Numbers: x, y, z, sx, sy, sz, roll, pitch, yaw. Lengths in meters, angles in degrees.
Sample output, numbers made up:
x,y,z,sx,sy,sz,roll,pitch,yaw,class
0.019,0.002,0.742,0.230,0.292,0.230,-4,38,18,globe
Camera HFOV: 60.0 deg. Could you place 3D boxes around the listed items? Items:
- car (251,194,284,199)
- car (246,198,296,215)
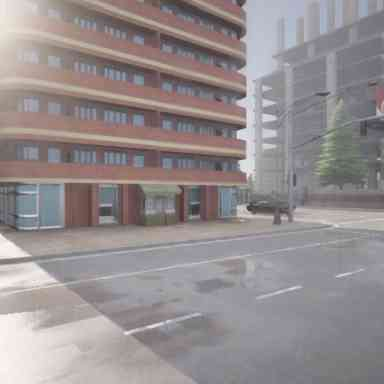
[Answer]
x,y,z,sx,sy,sz,roll,pitch,yaw,class
8.819,1.222,37.042,2.150,2.045,5.566,0,0,-36,car
7.662,1.601,32.699,1.895,1.301,4.718,0,0,-36,car
